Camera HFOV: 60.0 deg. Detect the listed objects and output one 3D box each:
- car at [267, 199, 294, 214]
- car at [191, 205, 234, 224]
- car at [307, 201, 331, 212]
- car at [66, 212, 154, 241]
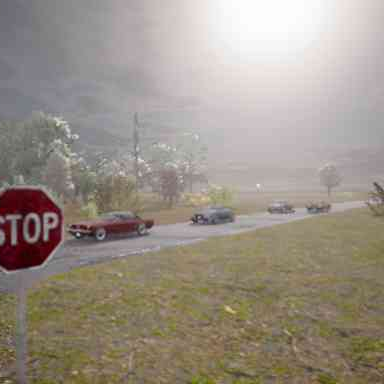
[{"bbox_3d":[10.244,1.650,38.430,1.837,1.490,4.892,-1,-1,36],"label":"car"},{"bbox_3d":[1.675,1.713,26.344,1.994,1.385,4.181,-1,-1,35],"label":"car"},{"bbox_3d":[15.500,1.698,40.373,1.895,1.301,4.718,-1,-1,35],"label":"car"},{"bbox_3d":[-4.270,1.755,17.937,1.895,1.301,4.718,-1,-1,35],"label":"car"}]
